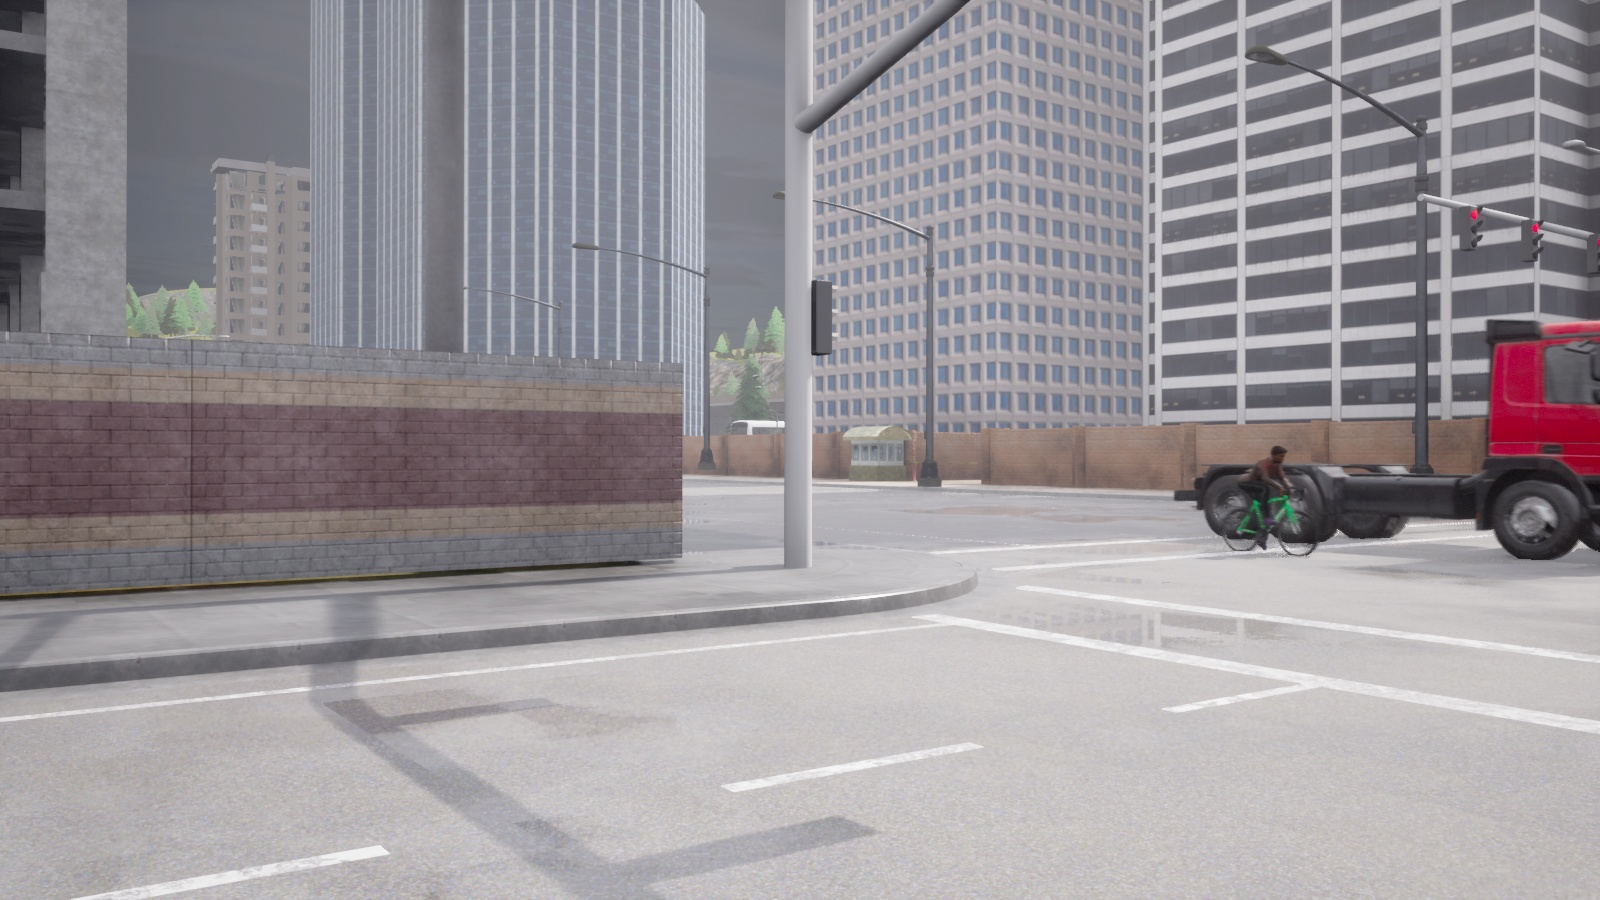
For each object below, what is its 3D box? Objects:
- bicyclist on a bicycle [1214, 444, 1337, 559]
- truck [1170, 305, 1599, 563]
[{"bbox_3d":[7.026,0.728,18.617,0.582,1.620,1.656,0,0,-35],"label":"bicyclist on a bicycle"},{"bbox_3d":[10.137,-0.209,20.272,2.891,3.462,7.936,0,0,-35],"label":"truck"}]
